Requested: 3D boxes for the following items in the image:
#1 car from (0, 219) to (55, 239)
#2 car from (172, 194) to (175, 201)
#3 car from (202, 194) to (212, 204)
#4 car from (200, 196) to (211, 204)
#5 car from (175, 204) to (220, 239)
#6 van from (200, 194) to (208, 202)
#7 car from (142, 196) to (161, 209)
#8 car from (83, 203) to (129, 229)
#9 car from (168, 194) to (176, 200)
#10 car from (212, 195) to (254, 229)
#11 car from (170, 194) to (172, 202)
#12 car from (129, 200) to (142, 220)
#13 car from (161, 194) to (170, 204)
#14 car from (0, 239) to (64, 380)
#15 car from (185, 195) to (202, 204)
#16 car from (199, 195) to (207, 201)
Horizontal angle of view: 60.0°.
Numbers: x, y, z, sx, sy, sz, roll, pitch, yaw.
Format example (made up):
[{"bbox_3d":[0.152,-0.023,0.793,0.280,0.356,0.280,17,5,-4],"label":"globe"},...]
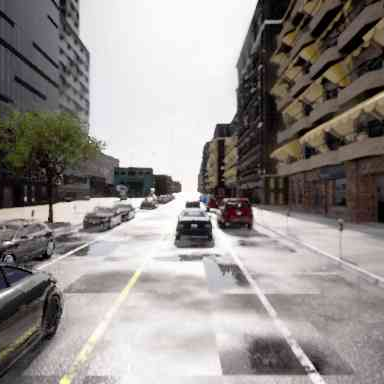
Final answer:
[{"bbox_3d":[-5.681,1.557,10.180,2.008,1.369,4.403,1,0,0],"label":"car"},{"bbox_3d":[-5.642,1.515,77.931,1.887,1.381,4.507,1,0,0],"label":"car"},{"bbox_3d":[2.705,1.320,38.439,2.192,1.841,5.009,1,0,0],"label":"car"},{"bbox_3d":[2.705,1.529,66.672,1.887,1.381,4.507,1,0,0],"label":"car"},{"bbox_3d":[0.101,1.556,17.385,2.033,1.411,5.357,0,0,0],"label":"car"},{"bbox_3d":[2.709,1.311,77.963,1.690,1.788,3.998,1,0,0],"label":"van"},{"bbox_3d":[-5.680,1.443,44.056,1.967,1.590,4.097,1,0,0],"label":"car"},{"bbox_3d":[-5.680,1.559,21.472,2.008,1.369,4.403,1,0,0],"label":"car"},{"bbox_3d":[-5.639,1.383,94.868,1.967,1.590,4.097,1,0,0],"label":"car"},{"bbox_3d":[2.704,1.323,21.500,2.192,1.841,5.009,1,0,0],"label":"car"},{"bbox_3d":[-5.641,1.425,66.640,1.967,1.590,4.097,1,0,0],"label":"car"},{"bbox_3d":[-5.679,1.559,27.119,2.008,1.369,4.403,1,0,0],"label":"car"},{"bbox_3d":[-5.648,1.431,60.993,1.967,1.590,4.097,1,0,0],"label":"car"},{"bbox_3d":[-3.101,1.567,3.792,1.994,1.385,4.181,0,0,0],"label":"car"},{"bbox_3d":[0.102,1.495,42.331,2.128,1.511,4.902,0,0,0],"label":"car"},{"bbox_3d":[2.706,1.528,83.609,1.947,1.339,4.313,1,0,0],"label":"car"}]
